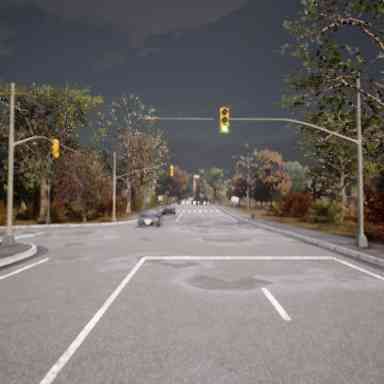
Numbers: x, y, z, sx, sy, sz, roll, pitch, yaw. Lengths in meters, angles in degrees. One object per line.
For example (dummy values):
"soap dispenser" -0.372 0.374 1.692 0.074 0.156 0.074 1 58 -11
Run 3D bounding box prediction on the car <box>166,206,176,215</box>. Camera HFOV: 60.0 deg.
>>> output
"car" -3.526 2.917 53.167 2.033 1.411 5.357 0 -1 0

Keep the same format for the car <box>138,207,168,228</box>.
"car" -3.545 2.312 29.154 2.128 1.511 4.902 0 -2 0
